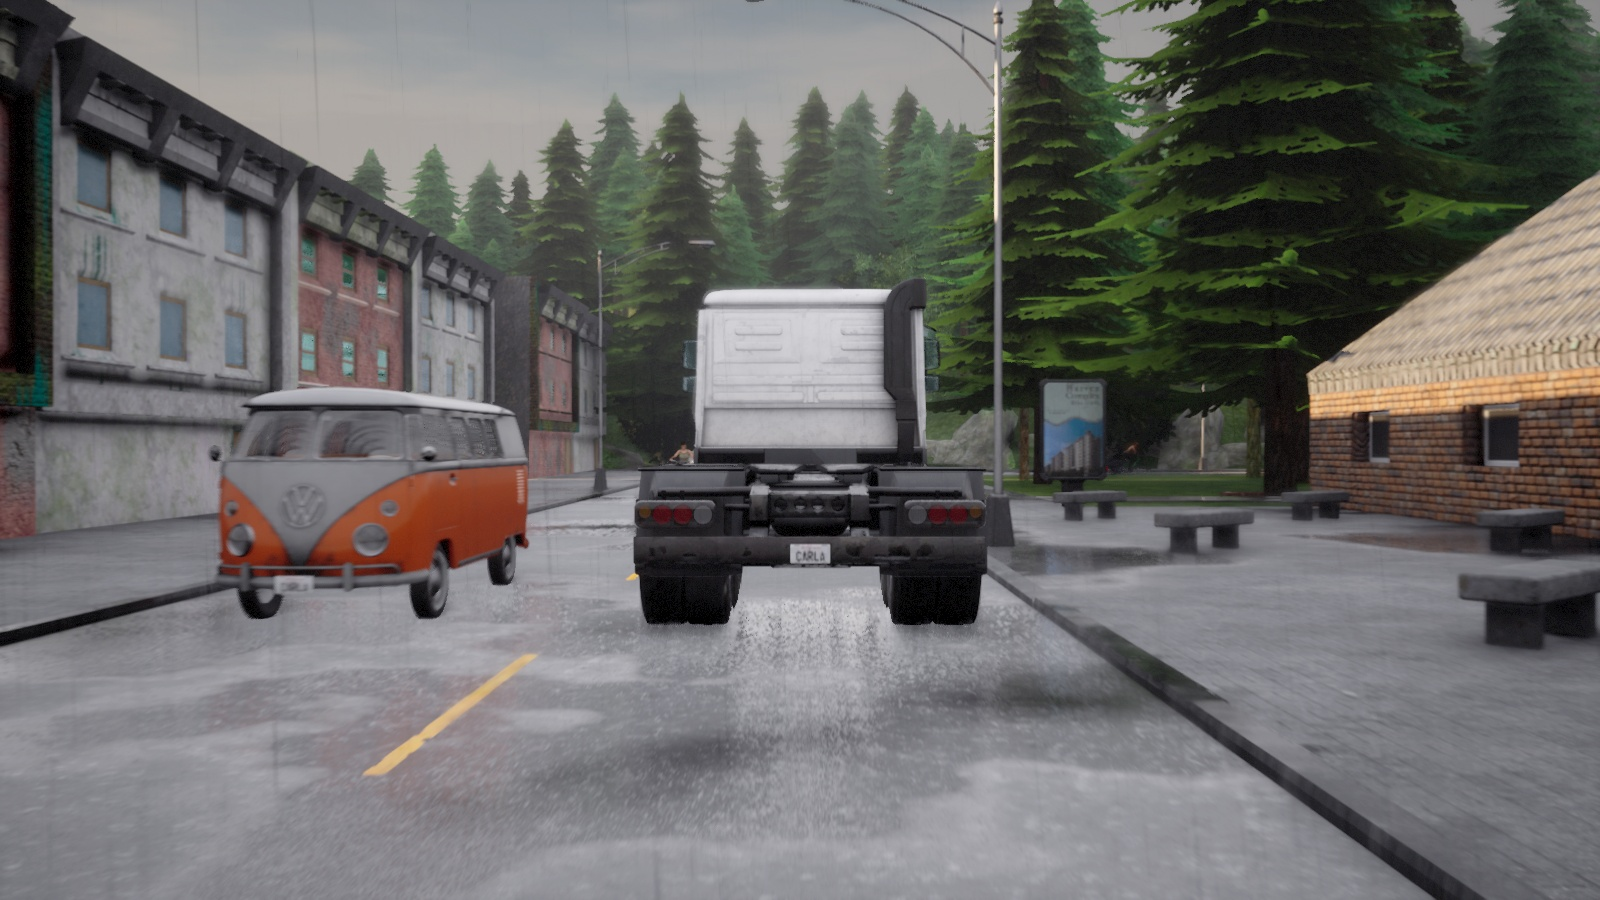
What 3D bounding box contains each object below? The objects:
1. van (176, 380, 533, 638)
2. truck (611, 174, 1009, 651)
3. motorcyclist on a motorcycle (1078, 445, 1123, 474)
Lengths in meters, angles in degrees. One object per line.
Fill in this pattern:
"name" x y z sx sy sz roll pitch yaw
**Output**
"van" -3.906 0.446 11.905 1.775 1.987 4.442 0 0 0
"truck" 0.107 -0.290 13.101 2.891 3.462 7.936 0 0 1
"motorcyclist on a motorcycle" 15.933 0.514 66.635 2.191 1.530 0.866 0 0 0
